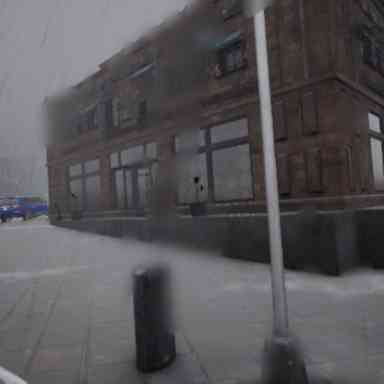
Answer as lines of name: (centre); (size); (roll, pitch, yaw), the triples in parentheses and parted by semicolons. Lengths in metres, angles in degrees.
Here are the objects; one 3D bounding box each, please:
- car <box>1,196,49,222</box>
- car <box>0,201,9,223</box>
car: (-13.605, 1.347, 27.819); (2.150, 2.045, 5.566); (-3, 0, 10)
car: (-17.086, 1.876, 25.727); (2.128, 1.511, 4.902); (-4, 1, 9)
